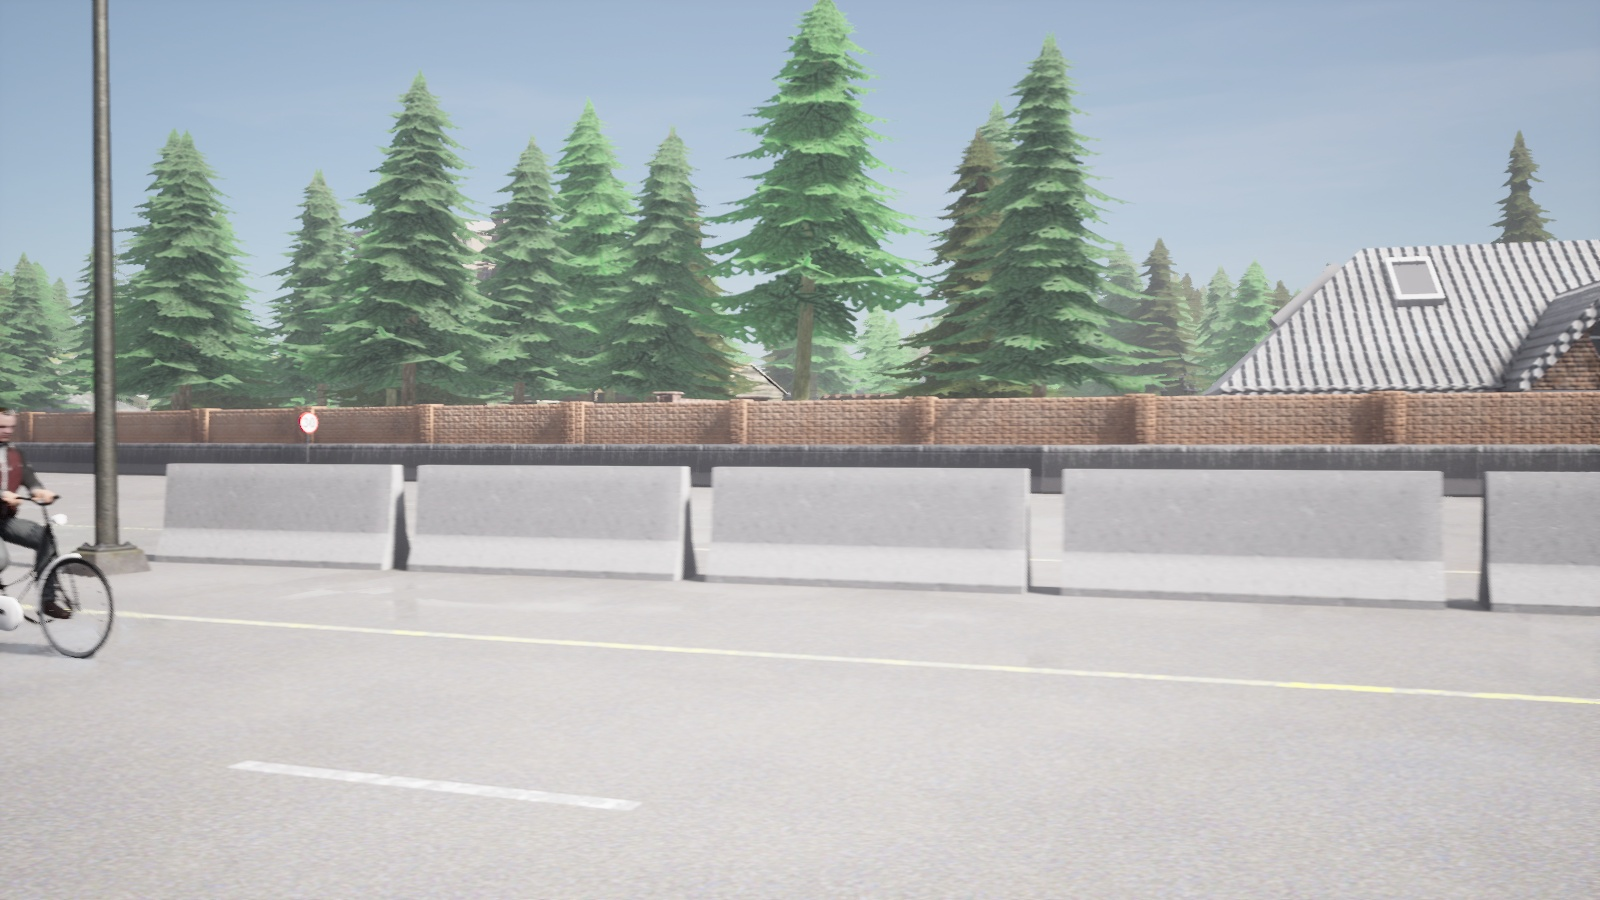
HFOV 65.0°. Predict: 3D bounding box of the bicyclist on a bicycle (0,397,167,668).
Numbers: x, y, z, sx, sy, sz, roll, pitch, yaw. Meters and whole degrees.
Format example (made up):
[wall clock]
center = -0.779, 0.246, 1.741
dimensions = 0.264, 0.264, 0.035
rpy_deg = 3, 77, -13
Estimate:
[bicyclist on a bicycle]
center = -5.436, 0.536, 8.854
dimensions = 1.843, 1.776, 0.659
rpy_deg = 0, 0, 21
